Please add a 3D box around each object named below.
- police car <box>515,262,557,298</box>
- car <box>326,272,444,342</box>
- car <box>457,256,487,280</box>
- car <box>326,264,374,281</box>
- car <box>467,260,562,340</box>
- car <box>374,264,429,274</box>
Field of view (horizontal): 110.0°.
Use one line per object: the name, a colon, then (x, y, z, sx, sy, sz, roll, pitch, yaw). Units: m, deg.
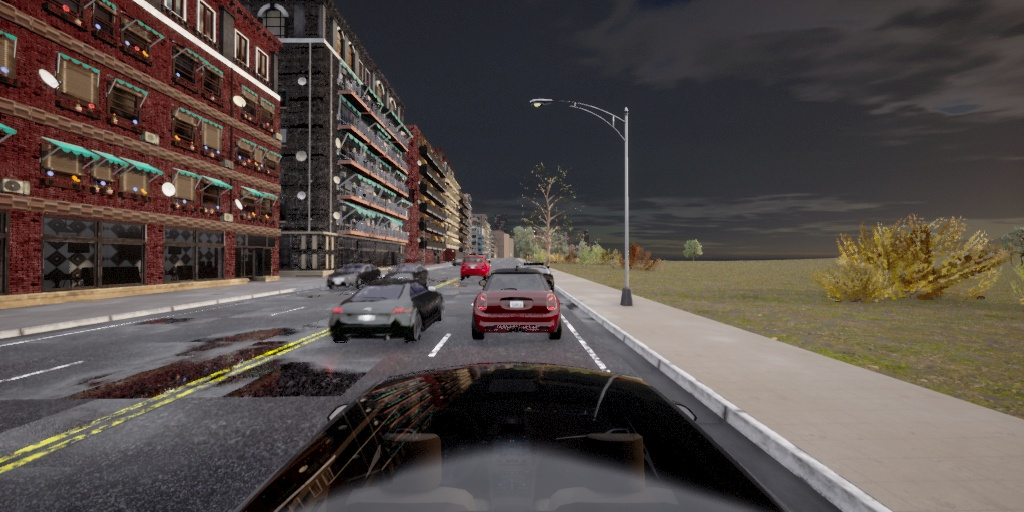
police car: (1.173, 1.177, 19.656, 1.930, 1.638, 5.238, 0, 0, 0)
car: (-3.134, 1.315, 9.755, 1.994, 1.385, 4.181, 0, 0, 0)
car: (-3.089, 0.975, 30.963, 2.150, 2.045, 5.566, 0, 0, 0)
car: (-9.808, 1.243, 22.647, 2.128, 1.511, 4.902, 0, 0, 0)
car: (0.112, 1.103, 10.161, 2.097, 1.767, 4.553, 0, 0, 0)
car: (-6.557, 1.243, 22.661, 2.128, 1.511, 4.902, 0, 0, 0)
